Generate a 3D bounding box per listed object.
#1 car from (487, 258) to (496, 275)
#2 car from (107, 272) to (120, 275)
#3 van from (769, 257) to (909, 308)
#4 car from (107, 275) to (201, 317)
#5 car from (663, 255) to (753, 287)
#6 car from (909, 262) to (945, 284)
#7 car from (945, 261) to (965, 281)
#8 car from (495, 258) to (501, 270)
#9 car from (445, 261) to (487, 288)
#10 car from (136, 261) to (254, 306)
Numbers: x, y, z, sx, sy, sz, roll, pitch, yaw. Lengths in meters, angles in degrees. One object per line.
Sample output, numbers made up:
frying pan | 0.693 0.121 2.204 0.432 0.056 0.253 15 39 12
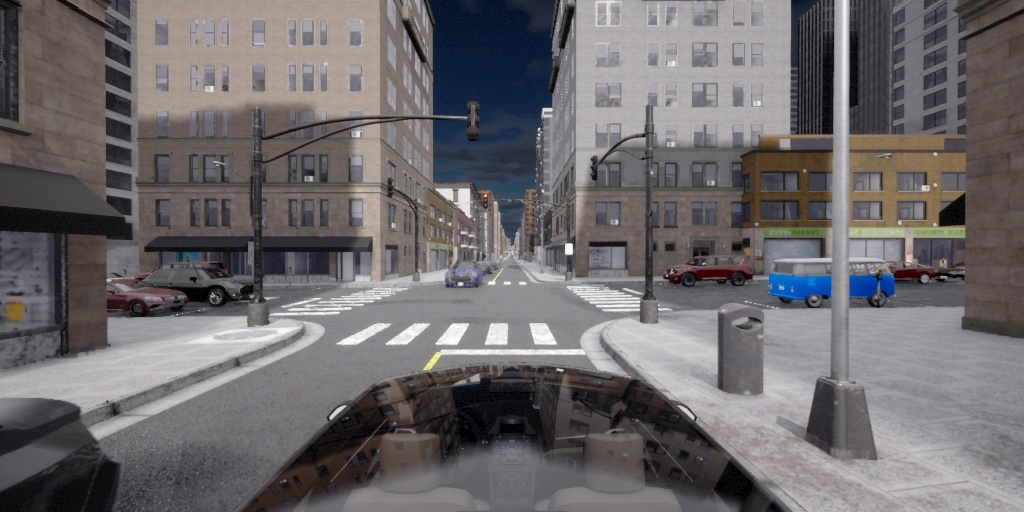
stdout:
car | -3.076 1.281 39.650 1.837 1.490 4.892 0 -1 0
car | -26.008 1.559 22.120 4.829 1.417 1.751 0 0 0
van | 12.125 0.961 13.670 3.998 1.789 1.690 0 0 0
car | -14.812 1.532 13.617 4.207 1.307 1.802 0 0 0
car | 12.107 0.879 22.195 5.009 1.841 2.192 0 0 0
car | 23.325 0.972 22.217 4.507 1.381 1.888 0 0 0
car | 28.934 0.923 22.229 4.313 1.339 1.948 0 0 0
car | -3.060 1.300 53.113 1.837 1.490 4.892 0 0 0
car | -3.090 1.109 23.828 2.097 1.767 4.553 0 0 0
car | -14.002 1.275 16.260 4.553 1.767 2.097 -1 0 0
